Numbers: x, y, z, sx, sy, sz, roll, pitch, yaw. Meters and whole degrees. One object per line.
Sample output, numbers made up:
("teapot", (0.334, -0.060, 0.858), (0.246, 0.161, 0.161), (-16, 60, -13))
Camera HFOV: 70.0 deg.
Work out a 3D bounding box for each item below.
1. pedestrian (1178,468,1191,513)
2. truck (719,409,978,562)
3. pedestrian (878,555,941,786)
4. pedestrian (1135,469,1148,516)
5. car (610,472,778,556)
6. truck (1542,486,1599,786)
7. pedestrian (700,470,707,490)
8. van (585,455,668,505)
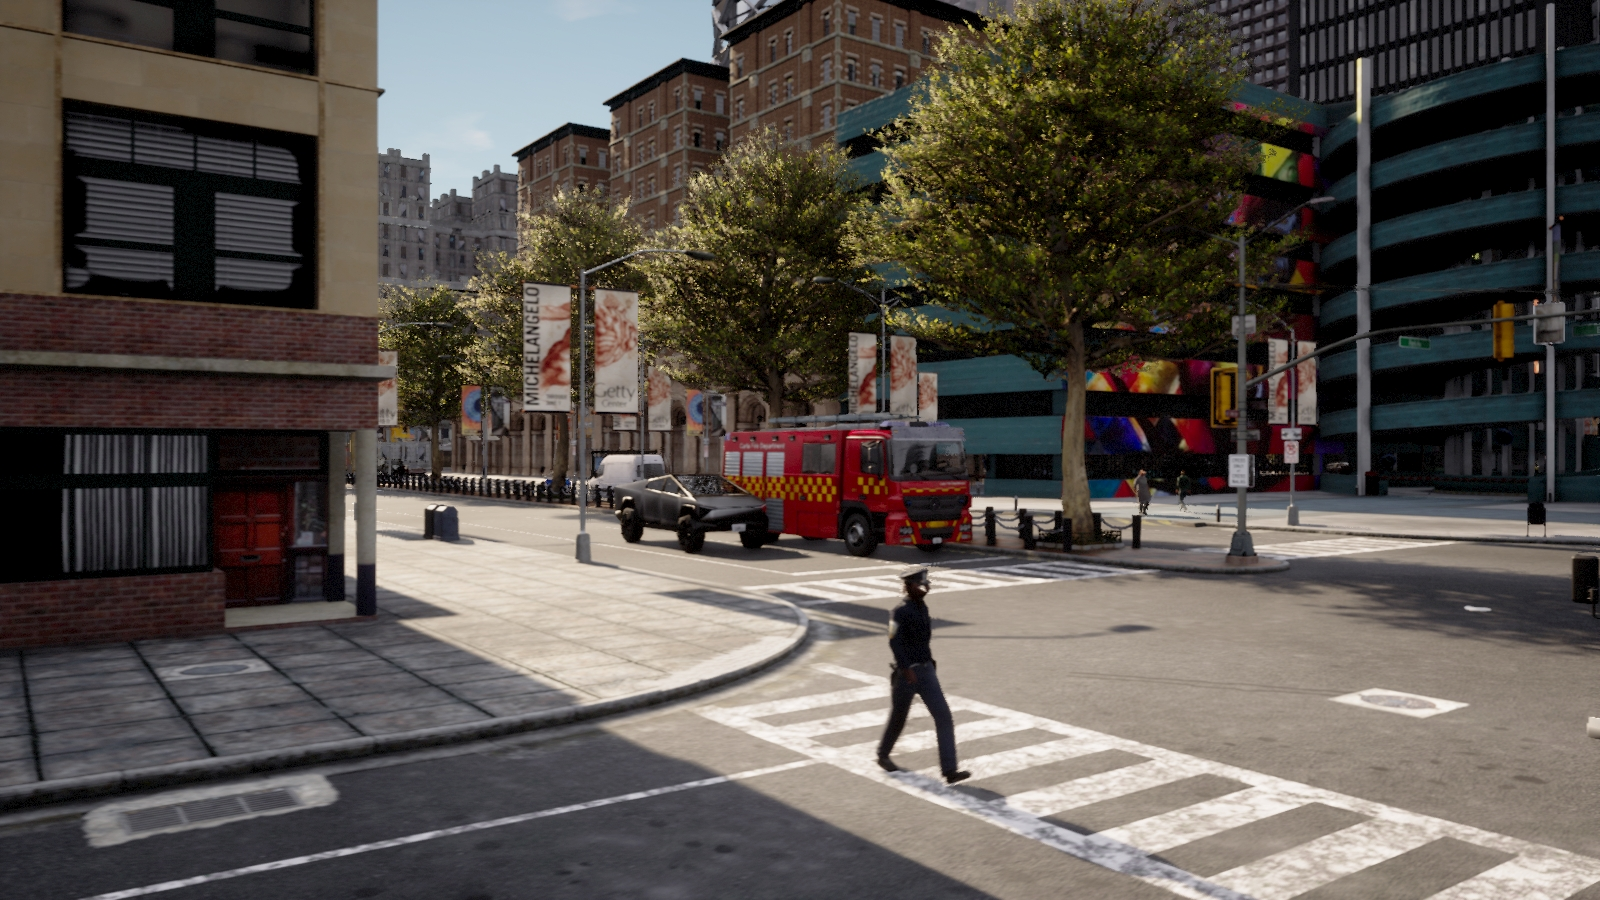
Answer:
("pedestrian", (16.129, 1.702, 47.953), (0.375, 1.860, 0.375), (0, 0, -10))
("truck", (1.109, 0.894, 33.022), (2.891, 3.827, 8.468), (0, 0, -35))
("pedestrian", (0.929, 1.850, 9.712), (0.375, 1.860, 0.375), (0, 0, -39))
("pedestrian", (13.672, 1.704, 45.742), (0.375, 1.860, 0.375), (0, 0, -20))
("car", (-3.277, 1.756, 33.591), (2.390, 2.098, 6.274), (0, 0, -31))
("truck", (9.306, 1.570, 10.301), (5.204, 2.467, 2.627), (0, 0, -35))
("pedestrian", (-6.307, 1.982, 74.600), (0.375, 1.300, 0.375), (0, 0, -31))
("van", (-9.482, 1.538, 61.899), (1.988, 2.561, 5.915), (0, 0, -35))
